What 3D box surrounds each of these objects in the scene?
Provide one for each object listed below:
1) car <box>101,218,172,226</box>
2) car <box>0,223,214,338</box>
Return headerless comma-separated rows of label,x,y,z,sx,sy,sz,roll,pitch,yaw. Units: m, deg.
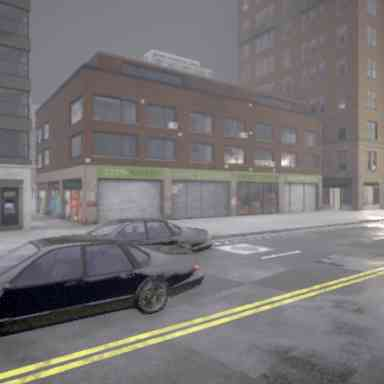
car,-1.854,1.537,10.298,5.357,1.411,2.033,0,0,-35
car,-2.298,1.544,6.011,5.357,1.411,2.033,0,0,-35
